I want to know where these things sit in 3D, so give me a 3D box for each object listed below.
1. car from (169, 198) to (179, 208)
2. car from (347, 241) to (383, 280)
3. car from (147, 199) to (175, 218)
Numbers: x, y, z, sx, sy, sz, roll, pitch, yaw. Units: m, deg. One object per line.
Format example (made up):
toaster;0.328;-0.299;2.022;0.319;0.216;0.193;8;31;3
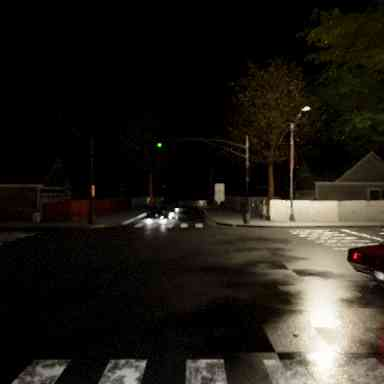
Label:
car;-3.073;1.660;41.594;2.128;1.511;4.902;0;0;0
car;6.341;1.579;8.129;4.718;1.301;1.895;0;0;-18
car;-3.076;1.673;31.630;2.033;1.411;5.357;0;0;0
